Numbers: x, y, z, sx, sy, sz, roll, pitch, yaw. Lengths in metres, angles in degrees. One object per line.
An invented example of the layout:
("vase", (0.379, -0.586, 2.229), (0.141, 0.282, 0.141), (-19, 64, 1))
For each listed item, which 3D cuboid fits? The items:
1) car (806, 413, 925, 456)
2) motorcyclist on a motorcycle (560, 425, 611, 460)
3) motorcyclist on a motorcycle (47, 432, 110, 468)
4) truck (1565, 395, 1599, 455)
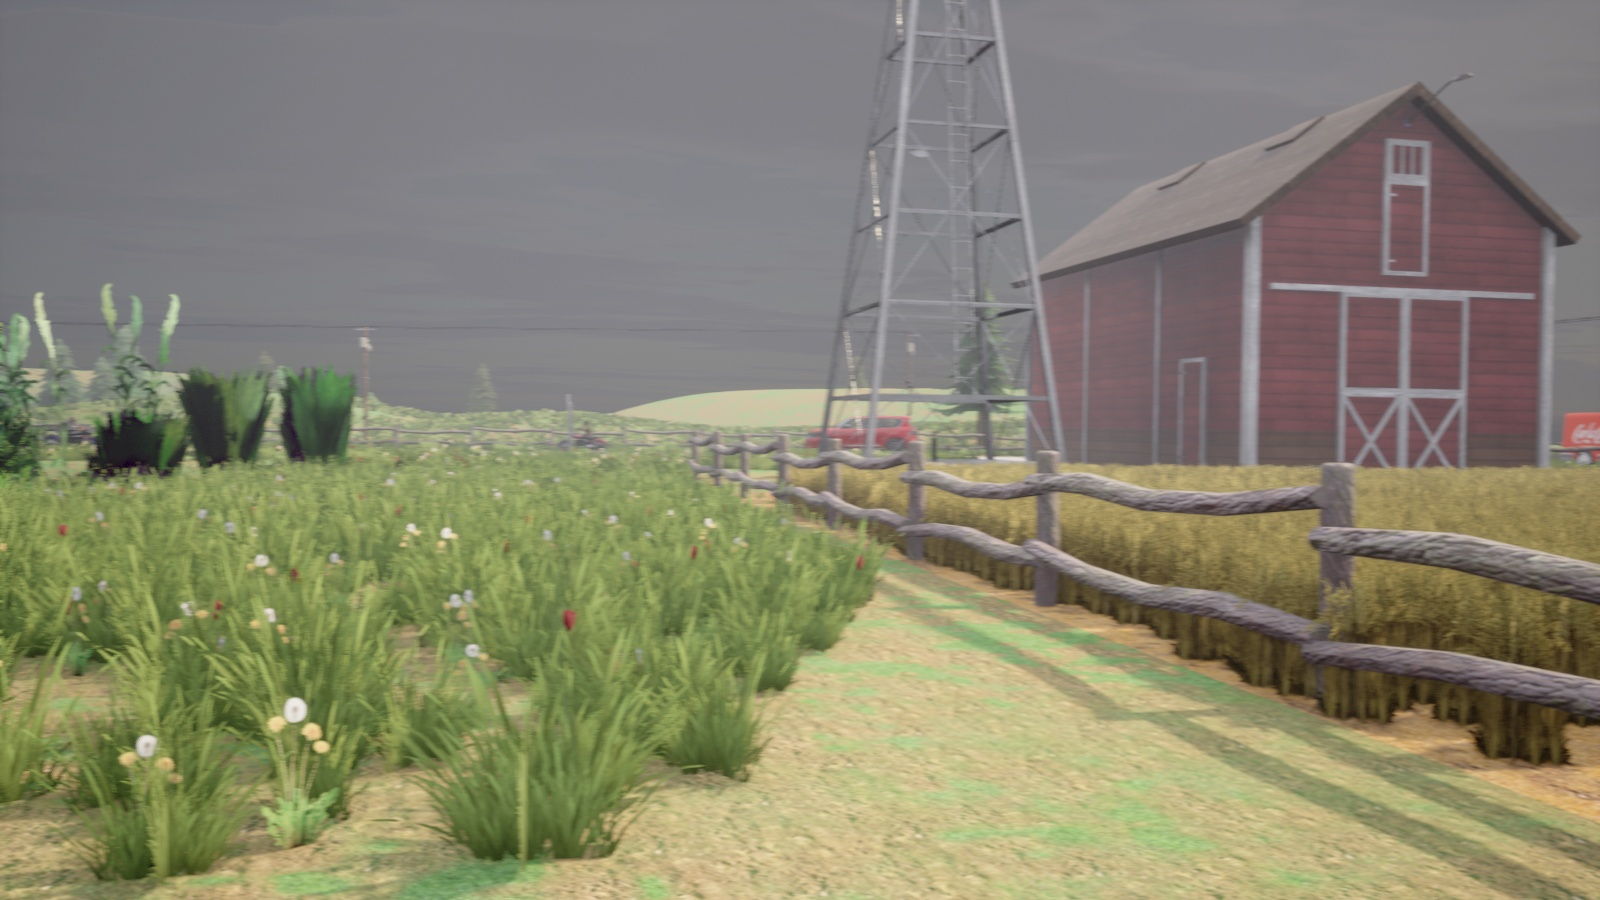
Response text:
("car", (3.183, -0.763, 61.811), (5.566, 2.045, 2.150), (-1, 1, -6))
("motorcyclist on a motorcycle", (-10.296, -0.383, 60.391), (2.350, 1.649, 0.766), (-1, 1, -6))
("motorcyclist on a motorcycle", (-31.545, 0.001, 54.929), (2.191, 1.530, 0.866), (-1, 1, -6))
("truck", (34.107, -1.023, 50.835), (2.627, 2.467, 5.204), (-1, 1, -9))
